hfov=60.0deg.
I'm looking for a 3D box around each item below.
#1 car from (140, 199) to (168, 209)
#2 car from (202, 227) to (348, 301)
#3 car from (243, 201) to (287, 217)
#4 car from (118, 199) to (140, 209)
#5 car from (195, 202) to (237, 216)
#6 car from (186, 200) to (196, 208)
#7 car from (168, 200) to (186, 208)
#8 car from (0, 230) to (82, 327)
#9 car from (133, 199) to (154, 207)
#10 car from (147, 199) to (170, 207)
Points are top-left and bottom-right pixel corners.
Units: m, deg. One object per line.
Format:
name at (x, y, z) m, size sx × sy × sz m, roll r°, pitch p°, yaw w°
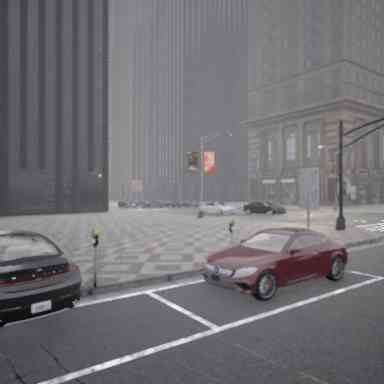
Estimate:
car at (-6.229, 2.021, 53.962) m, size 1.994 × 1.385 × 4.181 m, roll 0°, pitch -1°, yaw -35°
car at (2.206, 1.562, 8.217) m, size 4.206 × 1.307 × 1.802 m, roll 0°, pitch 0°, yaw -35°
car at (7.476, 1.668, 34.525) m, size 1.882 × 1.535 × 5.008 m, roll 0°, pitch -1°, yaw -35°
car at (-10.547, 1.975, 54.483) m, size 2.128 × 1.511 × 4.902 m, roll 0°, pitch -1°, yaw -35°
car at (2.751, 1.754, 35.571) m, size 1.812 × 1.442 × 4.674 m, roll 0°, pitch -1°, yaw -35°
car at (-0.740, 2.009, 57.560) m, size 2.033 × 1.411 × 5.357 m, roll 0°, pitch -1°, yaw -35°
car at (-3.506, 2.061, 55.892) m, size 1.895 × 1.301 × 4.718 m, roll 0°, pitch -1°, yaw -35°
car at (-3.627, 1.387, 6.191) m, size 2.008 × 1.369 × 4.403 m, roll -1°, pitch 0°, yaw -45°
car at (-9.389, 2.064, 64.110) m, size 1.837 × 1.490 × 4.892 m, roll 0°, pitch -1°, yaw -35°
car at (-6.738, 2.110, 65.988) m, size 2.033 × 1.411 × 5.357 m, roll 0°, pitch -1°, yaw -35°
